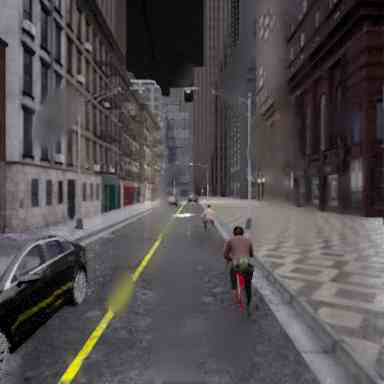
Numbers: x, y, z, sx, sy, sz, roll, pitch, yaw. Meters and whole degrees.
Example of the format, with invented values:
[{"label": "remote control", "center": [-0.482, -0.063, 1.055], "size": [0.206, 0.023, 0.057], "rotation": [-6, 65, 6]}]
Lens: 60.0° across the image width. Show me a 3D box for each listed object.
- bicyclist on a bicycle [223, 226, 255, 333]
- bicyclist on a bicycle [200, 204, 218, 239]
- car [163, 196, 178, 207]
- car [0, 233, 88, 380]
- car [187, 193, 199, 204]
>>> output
[{"label": "bicyclist on a bicycle", "center": [0.831, 1.433, 5.802], "size": [0.582, 1.620, 1.656], "rotation": [0, 0, 0]}, {"label": "bicyclist on a bicycle", "center": [0.804, 1.384, 15.857], "size": [0.866, 1.612, 1.509], "rotation": [0, 0, 0]}, {"label": "car", "center": [-3.043, 1.347, 48.208], "size": [1.882, 1.535, 5.008], "rotation": [0, 0, 0]}, {"label": "car", "center": [-3.096, 1.474, 5.155], "size": [2.128, 1.511, 4.902], "rotation": [0, 0, 0]}, {"label": "car", "center": [0.160, 1.356, 61.443], "size": [1.837, 1.490, 4.892], "rotation": [0, -1, 0]}]
